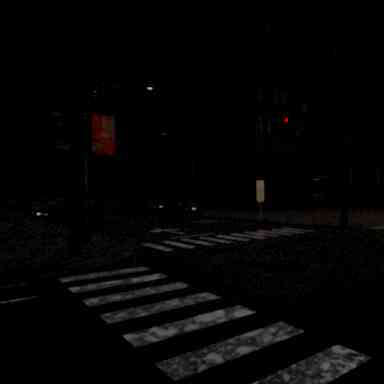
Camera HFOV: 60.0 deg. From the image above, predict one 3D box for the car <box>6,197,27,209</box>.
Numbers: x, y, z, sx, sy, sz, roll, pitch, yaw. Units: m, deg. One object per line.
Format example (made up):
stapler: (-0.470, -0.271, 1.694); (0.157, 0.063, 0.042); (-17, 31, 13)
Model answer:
car: (-26.709, 1.906, 50.863); (1.802, 1.307, 4.206); (-1, 0, -35)

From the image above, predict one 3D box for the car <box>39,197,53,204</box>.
car: (-32.336, 1.876, 73.479); (1.887, 1.381, 4.507); (-1, 0, -35)

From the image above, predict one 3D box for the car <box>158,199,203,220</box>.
car: (-0.893, 1.511, 29.272); (1.967, 1.590, 4.097); (-1, 0, -35)

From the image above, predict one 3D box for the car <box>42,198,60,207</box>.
car: (-24.349, 1.838, 57.492); (1.994, 1.385, 4.181); (-1, 0, -35)

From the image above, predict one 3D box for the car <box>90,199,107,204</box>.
car: (-13.469, 1.713, 46.955); (1.887, 1.381, 4.507); (-1, 0, -35)

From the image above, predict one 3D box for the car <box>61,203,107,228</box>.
car: (-7.839, 1.741, 24.333); (1.947, 1.339, 4.313); (-1, 0, -35)

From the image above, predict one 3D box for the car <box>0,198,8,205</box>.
car: (-39.288, 1.980, 68.549); (1.887, 1.381, 4.507); (-1, 0, -35)

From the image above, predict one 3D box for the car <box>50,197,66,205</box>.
car: (-26.048, 1.715, 64.638); (1.967, 1.590, 4.097); (-1, 0, -35)

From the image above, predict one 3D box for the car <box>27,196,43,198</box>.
car: (-23.179, 1.771, 50.671); (2.128, 1.511, 4.902); (-1, 0, -35)

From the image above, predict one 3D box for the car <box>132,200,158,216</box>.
car: (-4.037, 1.535, 33.692); (1.967, 1.590, 4.097); (-1, 0, -35)

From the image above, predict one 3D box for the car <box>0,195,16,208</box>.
car: (-29.858, 1.666, 55.283); (2.192, 1.841, 5.009); (-1, 0, -35)

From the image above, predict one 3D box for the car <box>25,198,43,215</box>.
car: (-17.176, 1.772, 37.459); (1.752, 1.417, 4.829); (-1, 0, -35)

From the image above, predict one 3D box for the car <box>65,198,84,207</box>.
car: (-19.856, 1.746, 55.935); (1.752, 1.417, 4.829); (-1, 0, -35)

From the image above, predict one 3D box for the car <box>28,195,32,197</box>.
car: (-38.722, 1.916, 82.460); (1.752, 1.417, 4.829); (-1, 0, -35)

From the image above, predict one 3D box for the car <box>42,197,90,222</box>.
car: (-10.988, 1.514, 28.753); (2.192, 1.841, 5.009); (-1, 0, -35)

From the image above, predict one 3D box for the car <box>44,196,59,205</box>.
car: (-29.192, 1.743, 69.059); (1.967, 1.590, 4.097); (-1, 0, -35)

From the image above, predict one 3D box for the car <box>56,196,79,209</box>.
car: (-18.582, 1.577, 49.419); (2.097, 1.767, 4.553); (-1, 0, -35)

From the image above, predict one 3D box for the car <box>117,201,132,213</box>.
car: (-7.179, 1.701, 38.114); (1.802, 1.307, 4.206); (-1, 0, -35)
